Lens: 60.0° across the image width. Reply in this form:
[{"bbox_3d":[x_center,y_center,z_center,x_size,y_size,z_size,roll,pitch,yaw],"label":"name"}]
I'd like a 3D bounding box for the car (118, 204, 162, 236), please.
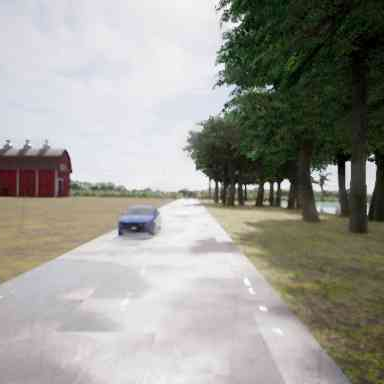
[{"bbox_3d":[-2.800,1.491,18.639,1.882,1.535,5.008,0,0,1],"label":"car"}]
